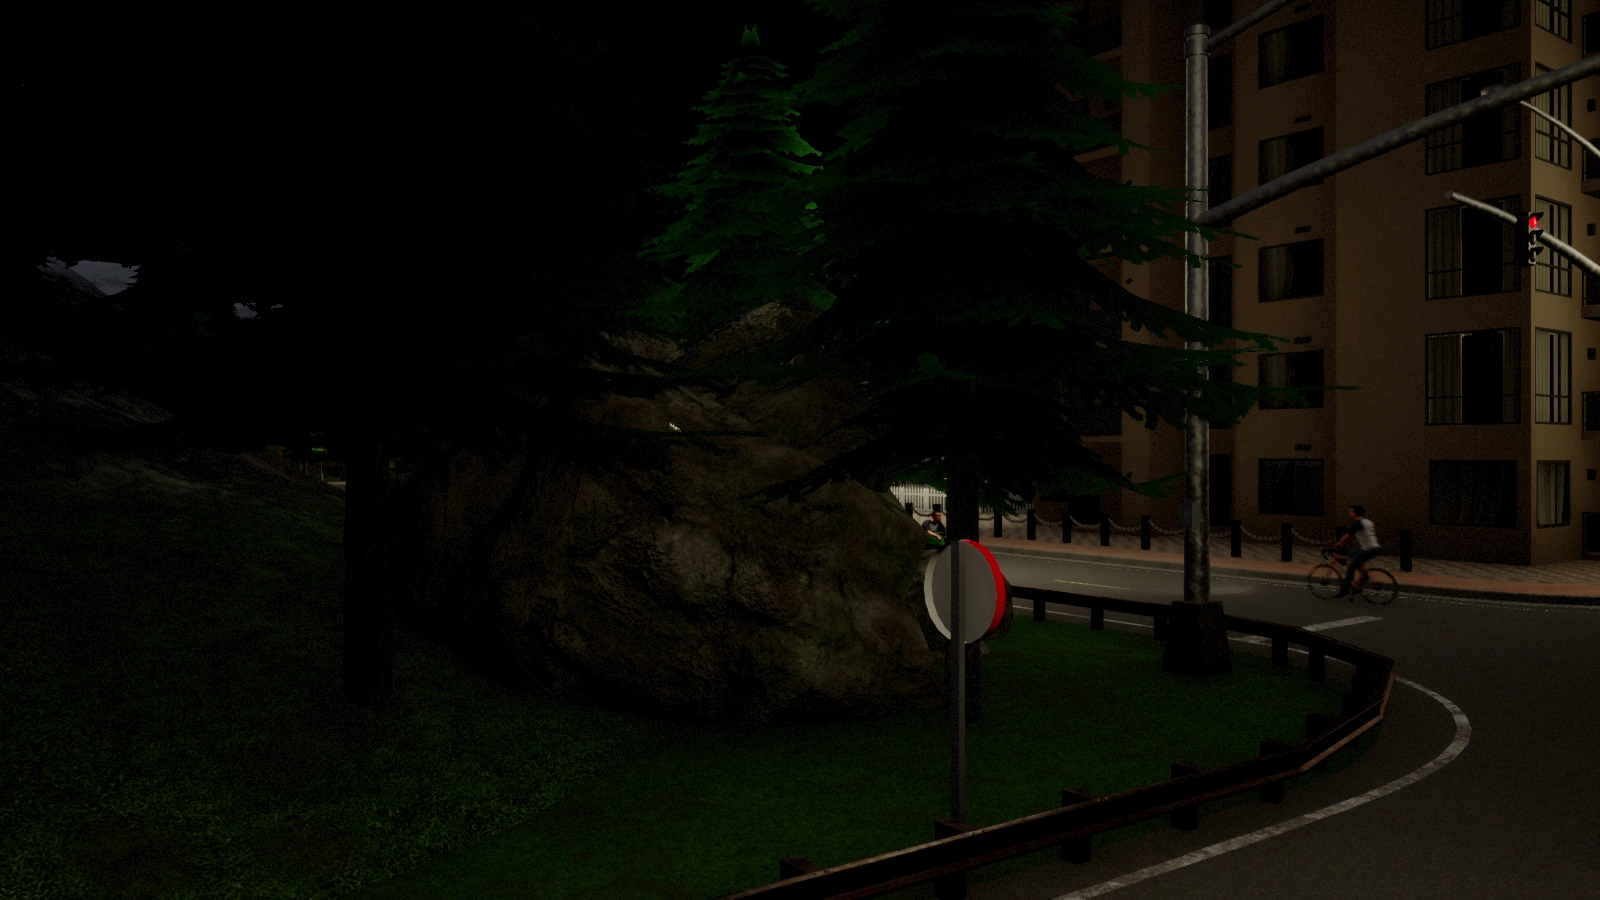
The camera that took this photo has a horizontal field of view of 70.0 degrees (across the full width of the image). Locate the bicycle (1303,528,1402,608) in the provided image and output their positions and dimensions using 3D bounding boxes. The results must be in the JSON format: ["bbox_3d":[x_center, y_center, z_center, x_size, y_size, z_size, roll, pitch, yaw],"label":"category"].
[{"bbox_3d":[10.137,2.143,21.007,0.373,1.314,1.643,0,0,-39],"label":"bicycle"}]
